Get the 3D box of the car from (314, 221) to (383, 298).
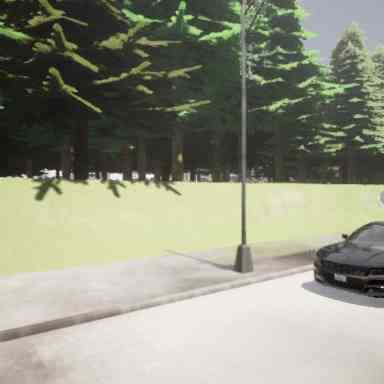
[{"bbox_3d":[5.041,1.461,8.205,5.008,1.535,1.882,0,0,-36],"label":"car"}]
